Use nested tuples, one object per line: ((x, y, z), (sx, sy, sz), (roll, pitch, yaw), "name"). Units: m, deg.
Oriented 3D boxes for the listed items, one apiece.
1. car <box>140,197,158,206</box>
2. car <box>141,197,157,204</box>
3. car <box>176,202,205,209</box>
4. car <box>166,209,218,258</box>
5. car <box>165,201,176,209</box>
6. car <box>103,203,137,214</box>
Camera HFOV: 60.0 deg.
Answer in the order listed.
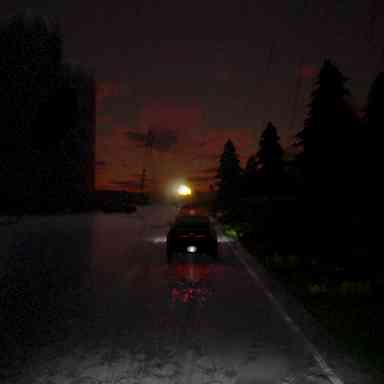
((-9.556, 2.305, 74.851), (3.988, 1.617, 1.851), (0, -1, -1), "car")
((-11.915, 2.364, 91.697), (3.866, 1.878, 1.905), (0, -1, -31), "car")
((0.013, 1.664, 28.407), (2.097, 1.767, 4.553), (0, -1, 0), "car")
((0.011, 1.657, 13.487), (1.837, 1.490, 4.892), (0, 0, 0), "car")
((-3.575, 2.206, 58.504), (1.994, 1.385, 4.181), (0, -1, 0), "car")
((-9.066, 2.011, 41.843), (4.181, 1.381, 1.994), (0, -1, -1), "car")
